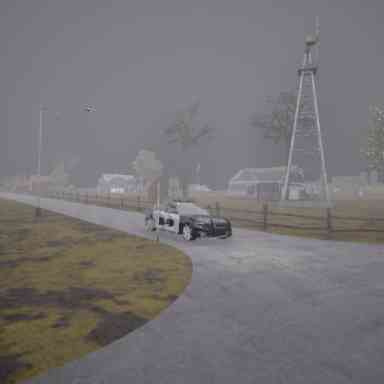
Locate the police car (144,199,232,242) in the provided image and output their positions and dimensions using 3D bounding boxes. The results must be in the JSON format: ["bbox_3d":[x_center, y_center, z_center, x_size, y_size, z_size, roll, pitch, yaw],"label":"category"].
[{"bbox_3d":[-0.283,1.137,14.828,1.930,1.638,5.238,2,0,-35],"label":"police car"}]
